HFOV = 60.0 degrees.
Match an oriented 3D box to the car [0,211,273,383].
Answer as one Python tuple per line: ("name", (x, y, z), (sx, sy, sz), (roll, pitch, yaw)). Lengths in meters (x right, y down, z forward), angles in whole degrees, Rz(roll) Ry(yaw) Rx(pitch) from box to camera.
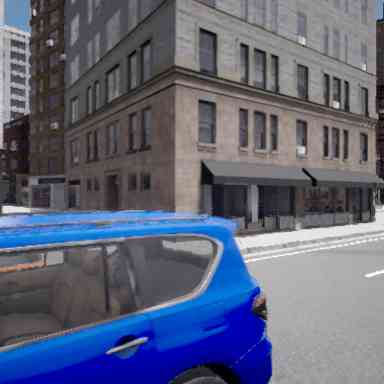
("car", (-1.843, 1.221, 2.372), (5.566, 2.045, 2.150), (0, 0, -35))

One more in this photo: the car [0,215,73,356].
("car", (-4.287, 1.352, 4.622), (4.553, 1.767, 2.097), (0, 0, -35))
